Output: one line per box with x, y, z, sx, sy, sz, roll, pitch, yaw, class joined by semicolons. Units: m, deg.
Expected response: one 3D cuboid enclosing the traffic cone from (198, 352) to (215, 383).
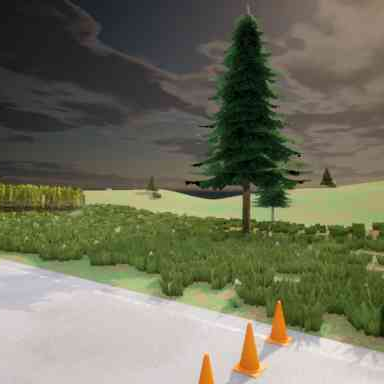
0.150;1.955;3.427;0.340;0.580;0.340;0;0;36;traffic cone

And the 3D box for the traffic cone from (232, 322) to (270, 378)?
0.735;1.955;4.239;0.340;0.580;0.340;0;0;36;traffic cone

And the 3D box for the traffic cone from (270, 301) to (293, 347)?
1.320;1.955;5.050;0.340;0.580;0.340;0;0;36;traffic cone
